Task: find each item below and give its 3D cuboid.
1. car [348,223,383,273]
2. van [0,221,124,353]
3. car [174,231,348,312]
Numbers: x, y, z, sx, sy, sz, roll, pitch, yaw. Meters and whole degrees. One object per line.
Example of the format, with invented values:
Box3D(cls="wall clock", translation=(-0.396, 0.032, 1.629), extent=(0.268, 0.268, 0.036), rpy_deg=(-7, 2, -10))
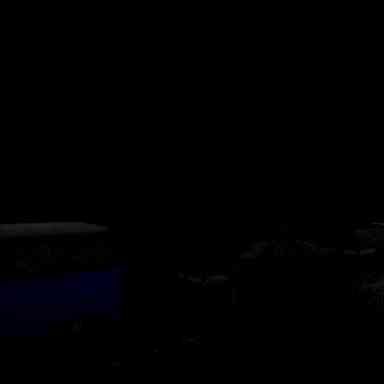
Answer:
Box3D(cls="car", translation=(6.094, 1.690, 10.999), extent=(4.206, 1.307, 1.802), rpy_deg=(1, -1, -36))
Box3D(cls="van", translation=(-2.946, 1.343, 4.550), extent=(3.998, 1.788, 1.690), rpy_deg=(1, -1, -36))
Box3D(cls="car", translation=(1.571, 1.639, 7.772), extent=(4.206, 1.307, 1.802), rpy_deg=(1, -1, -36))
